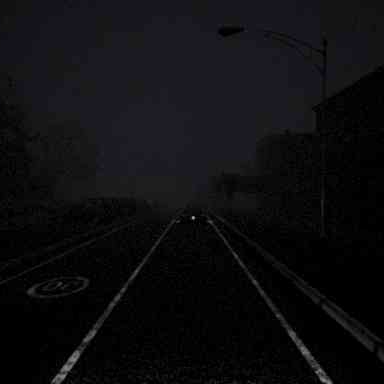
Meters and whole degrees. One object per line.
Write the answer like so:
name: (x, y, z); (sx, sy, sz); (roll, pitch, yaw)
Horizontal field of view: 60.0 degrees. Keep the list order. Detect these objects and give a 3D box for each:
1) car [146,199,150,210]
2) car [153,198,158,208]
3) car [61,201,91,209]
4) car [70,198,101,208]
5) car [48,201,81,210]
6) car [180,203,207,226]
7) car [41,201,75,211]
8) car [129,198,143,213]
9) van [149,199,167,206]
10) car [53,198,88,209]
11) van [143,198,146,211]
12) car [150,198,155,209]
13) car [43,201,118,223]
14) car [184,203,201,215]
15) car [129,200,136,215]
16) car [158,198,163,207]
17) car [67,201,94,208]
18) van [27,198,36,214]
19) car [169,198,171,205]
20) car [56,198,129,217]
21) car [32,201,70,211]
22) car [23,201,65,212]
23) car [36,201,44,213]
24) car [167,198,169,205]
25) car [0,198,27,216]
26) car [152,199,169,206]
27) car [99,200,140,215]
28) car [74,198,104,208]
car: (-8.856, 2.072, 46.367); (4.892, 1.521, 2.231); (0, -1, 0)
car: (-8.903, 1.983, 54.780); (5.566, 2.045, 2.435); (0, -1, 0)
car: (-21.963, 2.400, 62.973); (5.008, 1.535, 2.097); (0, -1, 0)
car: (-21.948, 2.269, 68.546); (5.566, 2.045, 2.435); (0, -1, 0)
car: (-21.987, 2.315, 57.404); (4.792, 1.488, 2.163); (0, -1, 0)
car: (0.093, 1.806, 25.327); (1.994, 1.385, 4.181); (0, -1, 0)
car: (-21.925, 2.261, 54.619); (4.792, 1.488, 2.163); (0, -1, 0)
car: (-8.883, 1.660, 37.964); (5.566, 2.045, 2.435); (0, -1, 0)
van: (-8.809, 2.680, 85.606); (4.442, 1.987, 1.878); (0, -1, 0)
car: (-21.935, 2.090, 60.192); (5.566, 2.045, 2.435); (0, -1, 0)
van: (-8.743, 1.791, 43.568); (4.442, 1.987, 1.878); (0, -1, 0)
car: (-8.865, 2.180, 51.972); (5.008, 1.535, 2.097); (0, -1, 0)
car: (-8.849, 1.734, 26.751); (4.892, 1.521, 2.231); (0, -1, 0)
car: (0.088, 2.066, 41.843); (2.033, 1.411, 5.357); (0, -1, 0)
car: (-8.860, 1.861, 35.155); (4.892, 1.521, 2.231); (0, -1, 0)
car: (-8.888, 2.463, 65.986); (5.008, 1.535, 2.097); (0, -1, 0)
car: (-21.970, 2.496, 65.632); (4.674, 1.452, 2.002); (0, -1, 0)
van: (-22.052, 1.735, 40.698); (4.442, 1.987, 1.878); (0, -1, 0)
car: (-8.903, 2.908, 91.209); (4.553, 1.767, 2.185); (0, -1, 0)
car: (-8.883, 1.521, 29.555); (5.566, 2.045, 2.435); (0, -1, 0)
car: (-21.944, 2.177, 51.836); (5.008, 1.535, 2.097); (0, -1, 0)
car: (-21.760, 2.120, 49.050); (5.366, 1.575, 1.946); (0, -1, 0)
car: (-21.939, 2.109, 46.264); (4.674, 1.452, 2.002); (0, -1, 0)
car: (-8.915, 2.843, 82.798); (5.008, 1.535, 2.097); (0, -1, 0)
car: (-21.903, 1.784, 37.916); (4.553, 1.767, 2.185); (0, -1, 0)
car: (-8.908, 2.971, 94.011); (4.553, 1.767, 2.185); (0, -1, 0)
car: (-8.825, 1.836, 40.762); (4.553, 1.767, 2.185); (0, -1, 0)
car: (-21.953, 2.329, 71.207); (5.566, 2.045, 2.435); (0, -1, 0)
